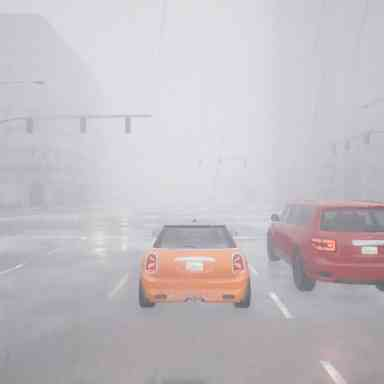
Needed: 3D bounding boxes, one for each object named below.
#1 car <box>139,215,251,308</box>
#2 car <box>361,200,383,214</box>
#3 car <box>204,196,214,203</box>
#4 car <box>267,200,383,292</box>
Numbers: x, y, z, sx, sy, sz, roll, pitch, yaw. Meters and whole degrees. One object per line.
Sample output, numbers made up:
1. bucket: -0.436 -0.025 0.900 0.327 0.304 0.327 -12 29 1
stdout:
1. car: 0.066 1.352 8.082 2.097 1.767 4.553 0 0 1
2. car: 20.493 1.564 35.263 4.181 1.385 1.994 0 0 1
3. car: 3.615 1.525 71.071 1.812 1.442 4.674 0 0 0
4. car: 3.544 1.221 9.106 2.150 2.045 5.566 0 0 2
